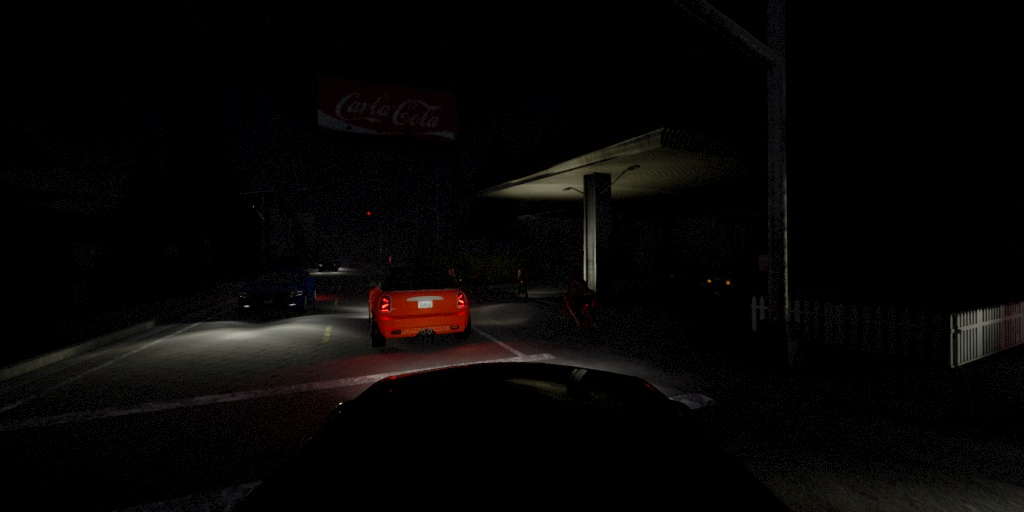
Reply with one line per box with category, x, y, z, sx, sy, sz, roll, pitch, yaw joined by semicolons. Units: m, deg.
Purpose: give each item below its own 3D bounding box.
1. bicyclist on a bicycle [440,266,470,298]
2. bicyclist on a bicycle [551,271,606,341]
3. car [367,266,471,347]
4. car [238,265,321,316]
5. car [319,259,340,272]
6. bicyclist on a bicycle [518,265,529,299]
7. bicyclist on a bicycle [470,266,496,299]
bicyclist on a bicycle;-2.838;1.278;16.435;1.656;1.620;0.582;1;0;36
bicyclist on a bicycle;1.595;1.191;8.781;0.582;1.620;1.656;3;-2;-43
car;-2.624;1.030;9.418;2.097;1.767;4.553;0;0;-23
car;-8.653;1.209;13.571;1.882;1.535;5.008;1;-1;-24
car;-23.939;1.158;46.797;2.097;1.767;4.553;0;0;-24
bicyclist on a bicycle;0.558;1.303;17.977;0.582;1.620;1.656;0;0;15
bicyclist on a bicycle;-1.549;1.307;17.834;1.656;1.620;0.582;1;0;-22
